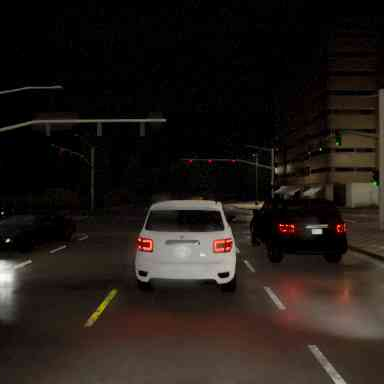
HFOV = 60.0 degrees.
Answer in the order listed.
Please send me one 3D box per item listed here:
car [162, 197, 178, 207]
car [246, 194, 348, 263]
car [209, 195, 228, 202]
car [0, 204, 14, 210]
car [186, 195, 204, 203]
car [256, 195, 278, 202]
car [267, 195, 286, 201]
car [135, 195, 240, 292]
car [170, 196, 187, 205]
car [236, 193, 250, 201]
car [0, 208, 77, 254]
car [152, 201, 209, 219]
[{"bbox_3d":[-3.367,1.505,51.586,1.837,1.490,4.892,0,0,3],"label":"car"},{"bbox_3d":[3.576,1.221,12.156,2.150,2.045,5.566,0,0,0],"label":"car"},{"bbox_3d":[6.374,1.525,78.980,2.128,1.511,4.902,0,0,38],"label":"car"},{"bbox_3d":[-17.322,1.277,25.737,5.566,2.045,2.150,0,0,1],"label":"car"},{"bbox_3d":[0.656,1.478,70.349,1.882,1.535,5.008,0,0,23],"label":"car"},{"bbox_3d":[18.195,1.540,80.211,5.357,1.411,2.033,0,0,-34],"label":"car"},{"bbox_3d":[21.833,1.524,86.237,4.674,1.442,1.812,0,0,-22],"label":"car"},{"bbox_3d":[0.015,1.221,9.130,2.150,2.045,5.566,0,0,4],"label":"car"},{"bbox_3d":[-2.431,1.505,60.822,1.837,1.490,4.892,0,0,13],"label":"car"},{"bbox_3d":[13.067,1.225,80.719,5.566,2.045,2.150,0,0,-41],"label":"car"},{"bbox_3d":[-6.643,1.547,13.780,2.033,1.411,5.357,0,0,5],"label":"car"},{"bbox_3d":[-0.995,1.526,29.355,4.892,1.490,1.837,0,0,0],"label":"car"}]
